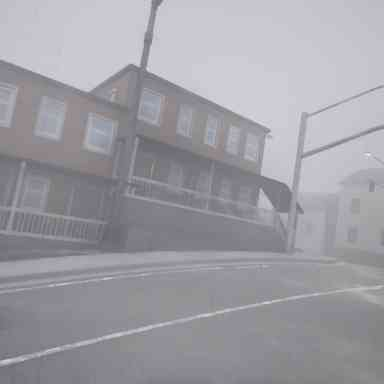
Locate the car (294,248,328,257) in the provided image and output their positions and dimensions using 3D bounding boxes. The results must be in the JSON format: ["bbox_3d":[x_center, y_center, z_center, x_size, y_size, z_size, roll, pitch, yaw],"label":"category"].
[{"bbox_3d":[9.696,5.693,29.284,1.812,1.442,4.674,14,-16,-34],"label":"car"}]
